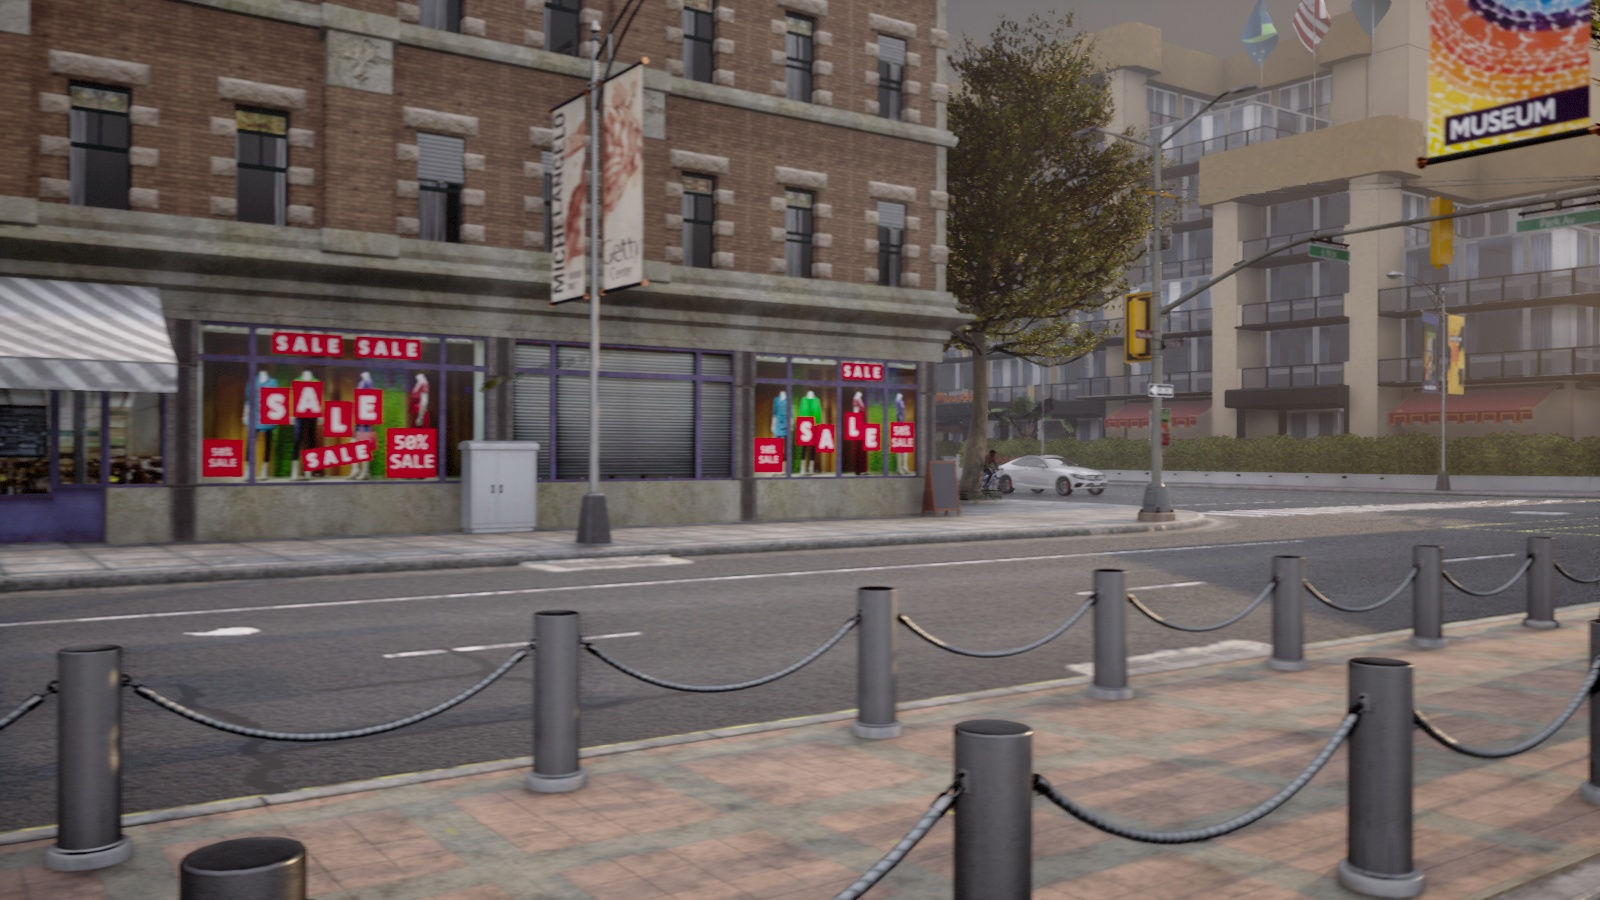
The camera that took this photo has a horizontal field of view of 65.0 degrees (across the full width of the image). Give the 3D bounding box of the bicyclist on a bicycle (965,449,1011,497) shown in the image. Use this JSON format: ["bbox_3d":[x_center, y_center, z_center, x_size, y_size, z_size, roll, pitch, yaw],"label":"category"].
[{"bbox_3d":[6.486,0.790,43.310,0.582,1.620,1.656,0,0,-35],"label":"bicyclist on a bicycle"}]

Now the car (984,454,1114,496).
[{"bbox_3d":[9.009,0.864,45.808,1.812,1.442,4.674,0,0,-35],"label":"car"}]
